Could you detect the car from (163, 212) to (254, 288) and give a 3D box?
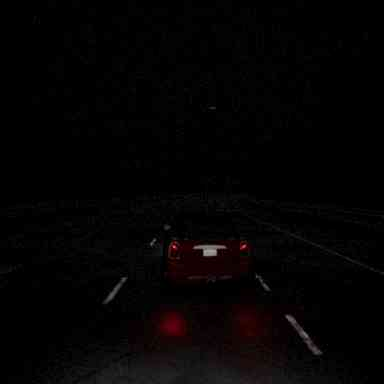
[{"bbox_3d":[0.259,1.349,9.422,2.097,1.767,4.553,0,0,-4],"label":"car"}]
